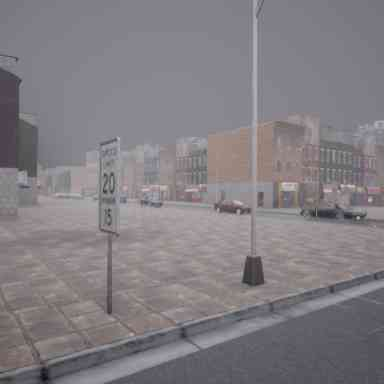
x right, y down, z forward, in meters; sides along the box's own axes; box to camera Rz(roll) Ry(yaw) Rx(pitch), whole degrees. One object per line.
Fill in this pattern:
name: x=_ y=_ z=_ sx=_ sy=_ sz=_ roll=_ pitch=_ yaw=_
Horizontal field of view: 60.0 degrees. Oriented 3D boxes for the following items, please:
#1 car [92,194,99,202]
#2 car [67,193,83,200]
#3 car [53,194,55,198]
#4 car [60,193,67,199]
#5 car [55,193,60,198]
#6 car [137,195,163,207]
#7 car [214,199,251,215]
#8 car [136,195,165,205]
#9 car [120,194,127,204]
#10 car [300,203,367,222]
car: x=-16.142 y=1.019 z=58.611 sx=1.837 sy=1.490 sz=4.892 roll=1 pitch=0 yaw=-35
car: x=-24.647 y=0.965 z=71.279 sx=2.008 sy=1.369 sz=4.403 roll=1 pitch=0 yaw=-35
car: x=-34.080 y=0.843 z=84.586 sx=1.752 sy=1.417 sz=4.829 roll=1 pitch=0 yaw=-35
car: x=-27.824 y=0.924 z=75.761 sx=1.887 sy=1.381 sz=4.507 roll=1 pitch=0 yaw=-35
car: x=-31.002 y=0.892 z=80.243 sx=1.887 sy=1.381 sz=4.507 roll=1 pitch=0 yaw=-35
car: x=-5.584 y=1.230 z=44.388 sx=1.947 sy=1.339 sz=4.313 roll=1 pitch=0 yaw=-35
car: x=3.947 y=1.367 z=30.943 sx=1.887 sy=1.381 sz=4.507 roll=1 pitch=0 yaw=-35
car: x=-6.350 y=1.194 z=50.102 sx=2.033 sy=1.411 sz=5.357 roll=1 pitch=0 yaw=-35
car: x=-12.089 y=1.047 z=52.903 sx=1.882 sy=1.535 sz=5.008 roll=1 pitch=0 yaw=-35
car: x=10.740 y=1.535 z=25.722 sx=1.895 sy=1.301 sz=4.718 roll=1 pitch=0 yaw=-33
